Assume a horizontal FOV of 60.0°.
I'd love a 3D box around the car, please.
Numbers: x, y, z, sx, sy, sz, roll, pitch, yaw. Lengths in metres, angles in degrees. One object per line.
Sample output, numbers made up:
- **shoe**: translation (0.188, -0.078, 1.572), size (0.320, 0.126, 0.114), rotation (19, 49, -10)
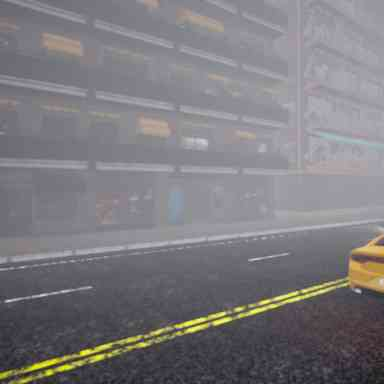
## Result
- **car**: translation (5.471, 1.470, 7.363), size (5.008, 1.535, 1.882), rotation (0, 0, -36)
